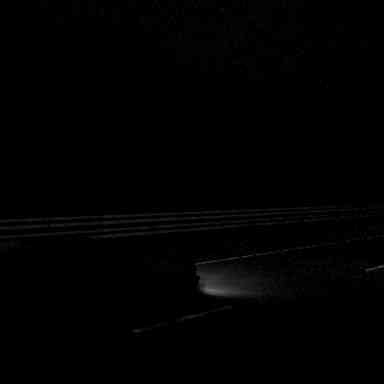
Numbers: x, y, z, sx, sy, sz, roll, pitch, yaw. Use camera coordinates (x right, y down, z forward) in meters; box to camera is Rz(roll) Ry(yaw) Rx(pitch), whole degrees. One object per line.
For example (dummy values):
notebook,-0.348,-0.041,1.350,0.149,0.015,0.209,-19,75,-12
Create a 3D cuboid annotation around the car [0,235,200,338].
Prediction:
car,-2.437,1.551,6.309,5.357,1.411,2.033,0,0,-36
